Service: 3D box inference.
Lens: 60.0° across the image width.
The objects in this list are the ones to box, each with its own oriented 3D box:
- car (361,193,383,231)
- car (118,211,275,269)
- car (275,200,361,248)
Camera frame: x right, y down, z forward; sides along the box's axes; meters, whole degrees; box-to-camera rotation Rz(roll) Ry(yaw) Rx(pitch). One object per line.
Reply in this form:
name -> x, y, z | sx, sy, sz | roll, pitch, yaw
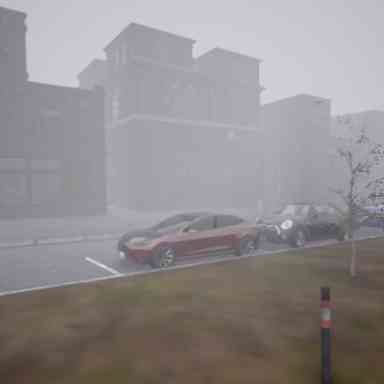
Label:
car -> 10.829, 1.092, 18.334 | 5.566, 2.045, 2.435 | 0, 0, -33
car -> 0.053, 1.386, 10.609 | 4.792, 1.488, 2.163 | 1, 1, -33
car -> 4.606, 1.215, 13.879 | 4.553, 1.767, 2.185 | 1, 0, -33
